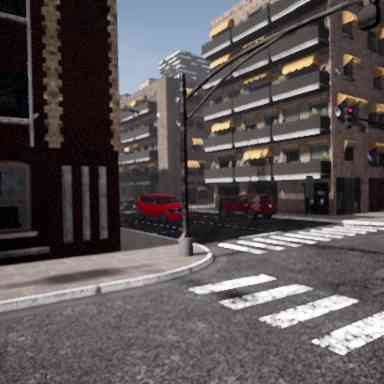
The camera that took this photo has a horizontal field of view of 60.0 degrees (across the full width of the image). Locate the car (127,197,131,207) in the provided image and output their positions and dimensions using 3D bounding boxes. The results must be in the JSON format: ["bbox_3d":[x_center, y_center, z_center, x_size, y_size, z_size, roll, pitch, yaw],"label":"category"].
[{"bbox_3d":[-5.475,1.318,39.198,1.887,1.381,4.507,-2,1,-36],"label":"car"}]

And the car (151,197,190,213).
[{"bbox_3d":[-2.350,1.298,34.819,1.752,1.417,4.829,-2,1,-36],"label":"car"}]

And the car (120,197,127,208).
[{"bbox_3d":[-8.699,1.324,43.714,2.008,1.369,4.403,-2,1,-36],"label":"car"}]

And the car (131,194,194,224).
[{"bbox_3d":[-2.143,1.176,24.724,2.150,2.045,5.566,-2,2,-36],"label":"car"}]

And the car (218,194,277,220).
[{"bbox_3d":[4.192,1.088,25.645,2.192,1.841,5.009,-2,1,-36],"label":"car"}]
